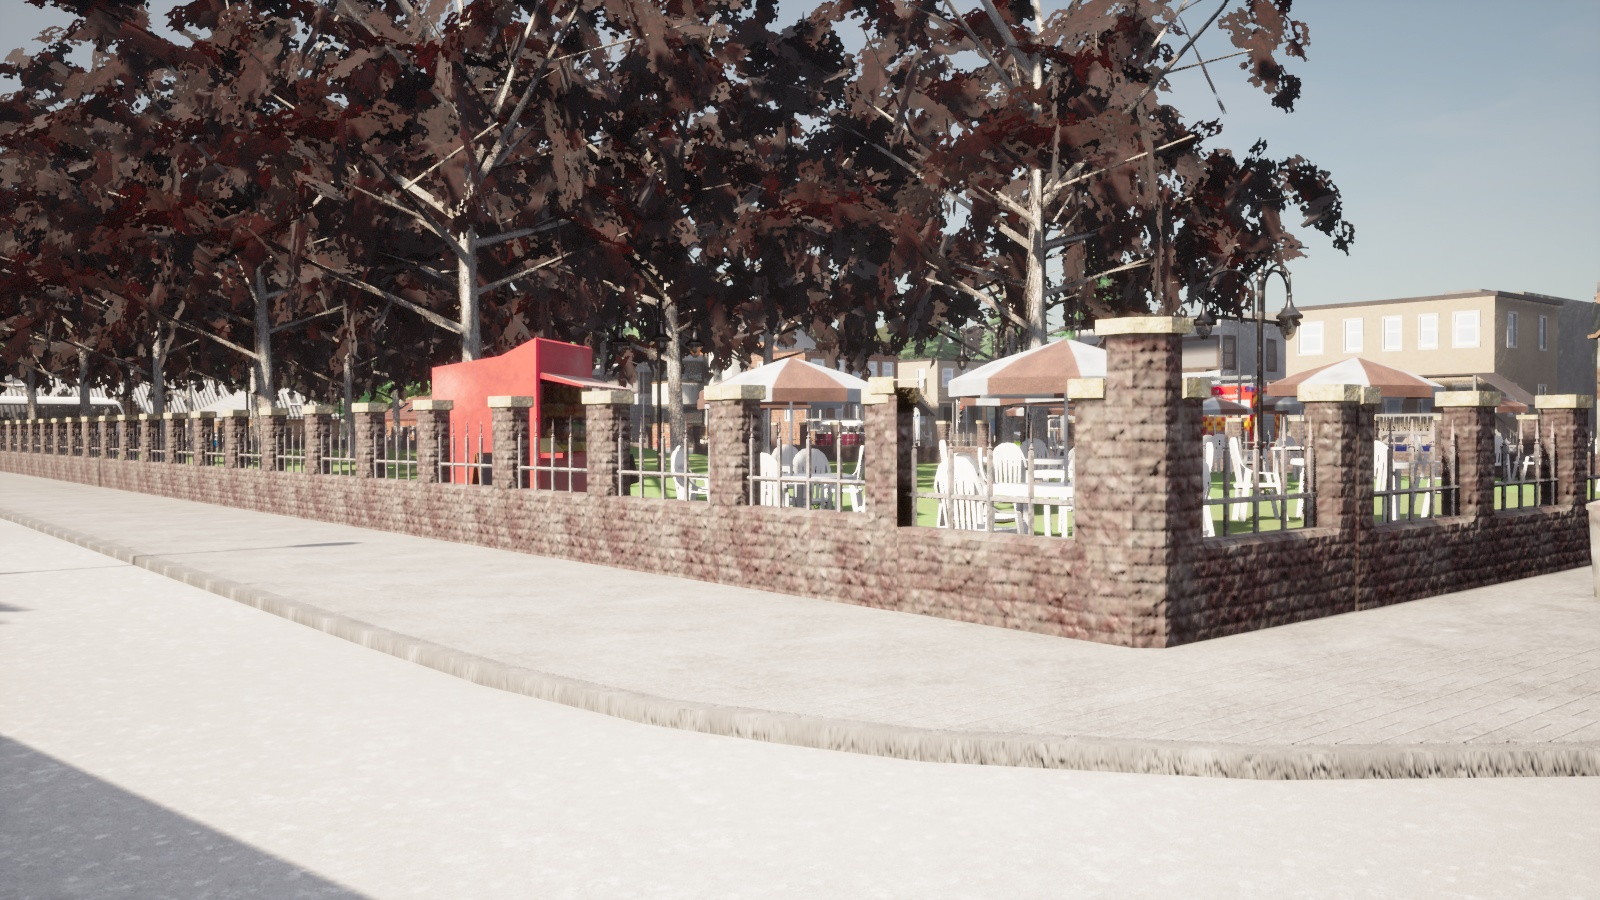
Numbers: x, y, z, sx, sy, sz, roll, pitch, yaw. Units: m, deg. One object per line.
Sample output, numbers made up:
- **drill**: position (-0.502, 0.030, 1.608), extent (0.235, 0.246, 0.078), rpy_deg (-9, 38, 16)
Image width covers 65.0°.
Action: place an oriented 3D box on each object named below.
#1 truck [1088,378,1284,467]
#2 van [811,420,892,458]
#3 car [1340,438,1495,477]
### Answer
- **truck**: position (17.672, -1.252, 58.078), extent (2.891, 3.827, 8.468), rpy_deg (-1, 1, -40)
- **van**: position (2.825, -0.613, 69.782), extent (2.069, 2.038, 4.480), rpy_deg (-1, 1, -38)
- **car**: position (22.524, 0.234, 45.947), extent (1.895, 1.301, 4.718), rpy_deg (-1, 1, -40)
